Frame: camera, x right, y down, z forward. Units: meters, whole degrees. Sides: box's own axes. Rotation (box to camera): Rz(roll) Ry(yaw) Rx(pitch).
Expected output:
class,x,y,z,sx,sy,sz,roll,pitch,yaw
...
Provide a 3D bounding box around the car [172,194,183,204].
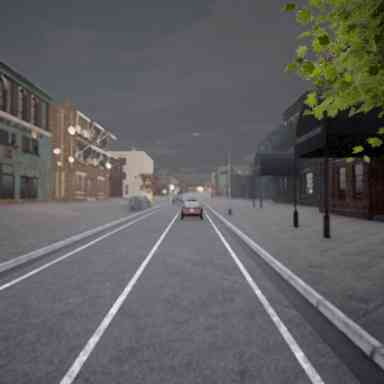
class,x,y,z,sx,sy,sz,roll,pitch,yaw
car,-3.001,1.475,69.969,2.150,2.045,5.566,0,0,0

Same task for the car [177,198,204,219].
class,x,y,z,sx,sy,sz,roll,pitch,yaw
car,0.020,1.585,29.870,2.163,1.488,4.792,0,0,1
